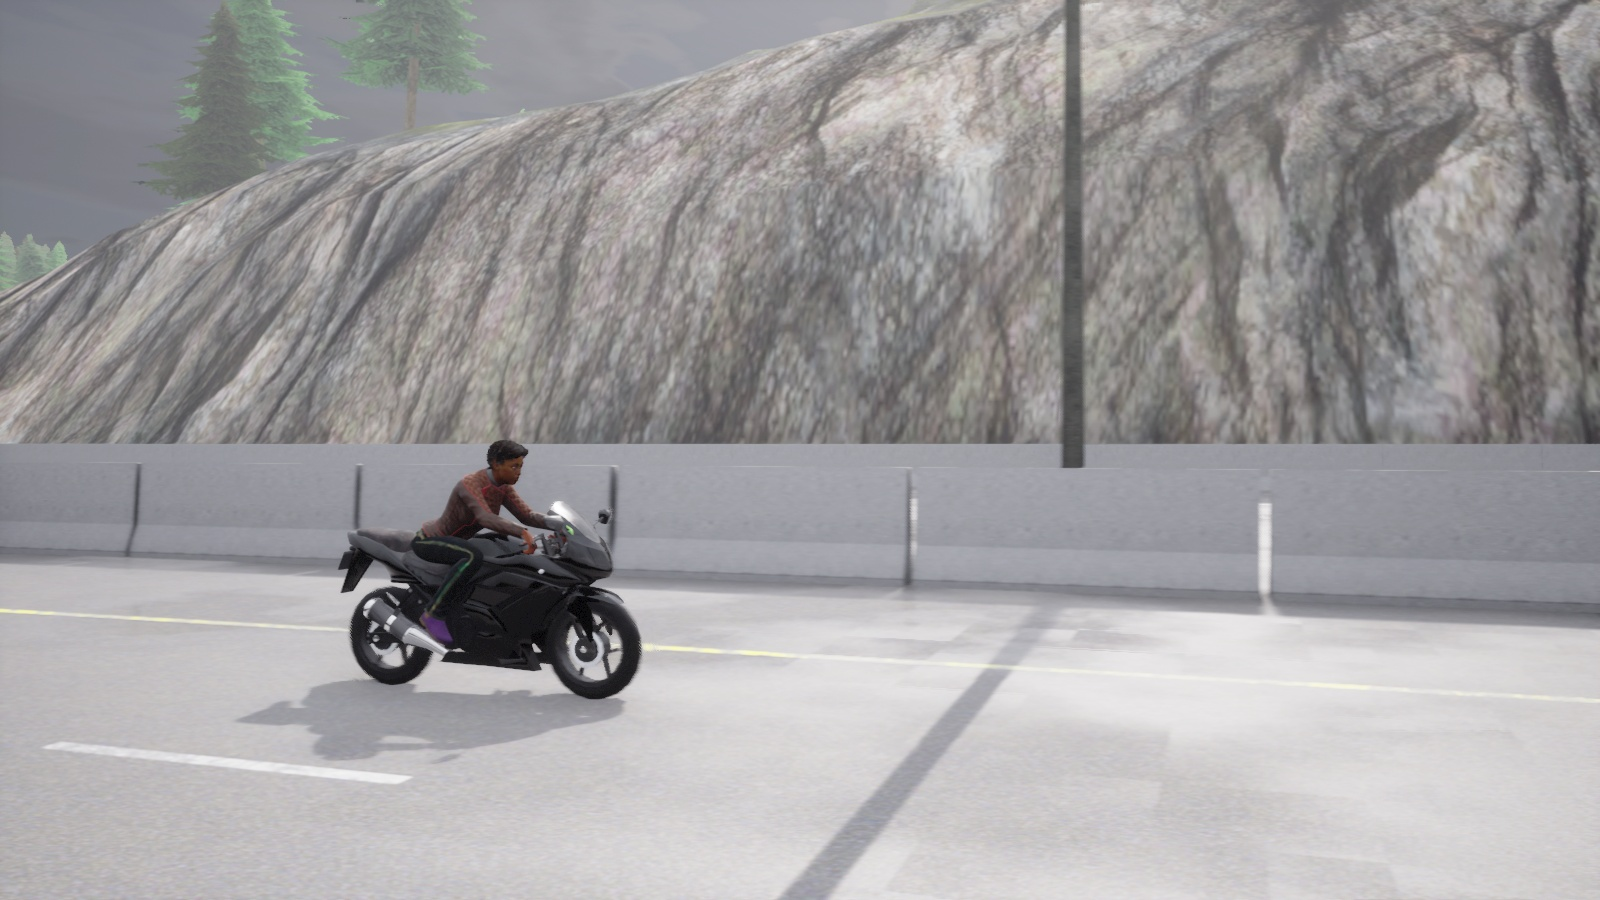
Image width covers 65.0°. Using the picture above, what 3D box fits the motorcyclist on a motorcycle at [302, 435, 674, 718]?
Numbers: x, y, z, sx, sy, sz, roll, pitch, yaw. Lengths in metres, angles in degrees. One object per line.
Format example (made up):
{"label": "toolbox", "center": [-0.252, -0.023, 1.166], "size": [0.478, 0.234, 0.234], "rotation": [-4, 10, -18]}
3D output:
{"label": "motorcyclist on a motorcycle", "center": [-1.858, 0.681, 7.511], "size": [2.044, 1.523, 0.797], "rotation": [1, 1, 19]}
